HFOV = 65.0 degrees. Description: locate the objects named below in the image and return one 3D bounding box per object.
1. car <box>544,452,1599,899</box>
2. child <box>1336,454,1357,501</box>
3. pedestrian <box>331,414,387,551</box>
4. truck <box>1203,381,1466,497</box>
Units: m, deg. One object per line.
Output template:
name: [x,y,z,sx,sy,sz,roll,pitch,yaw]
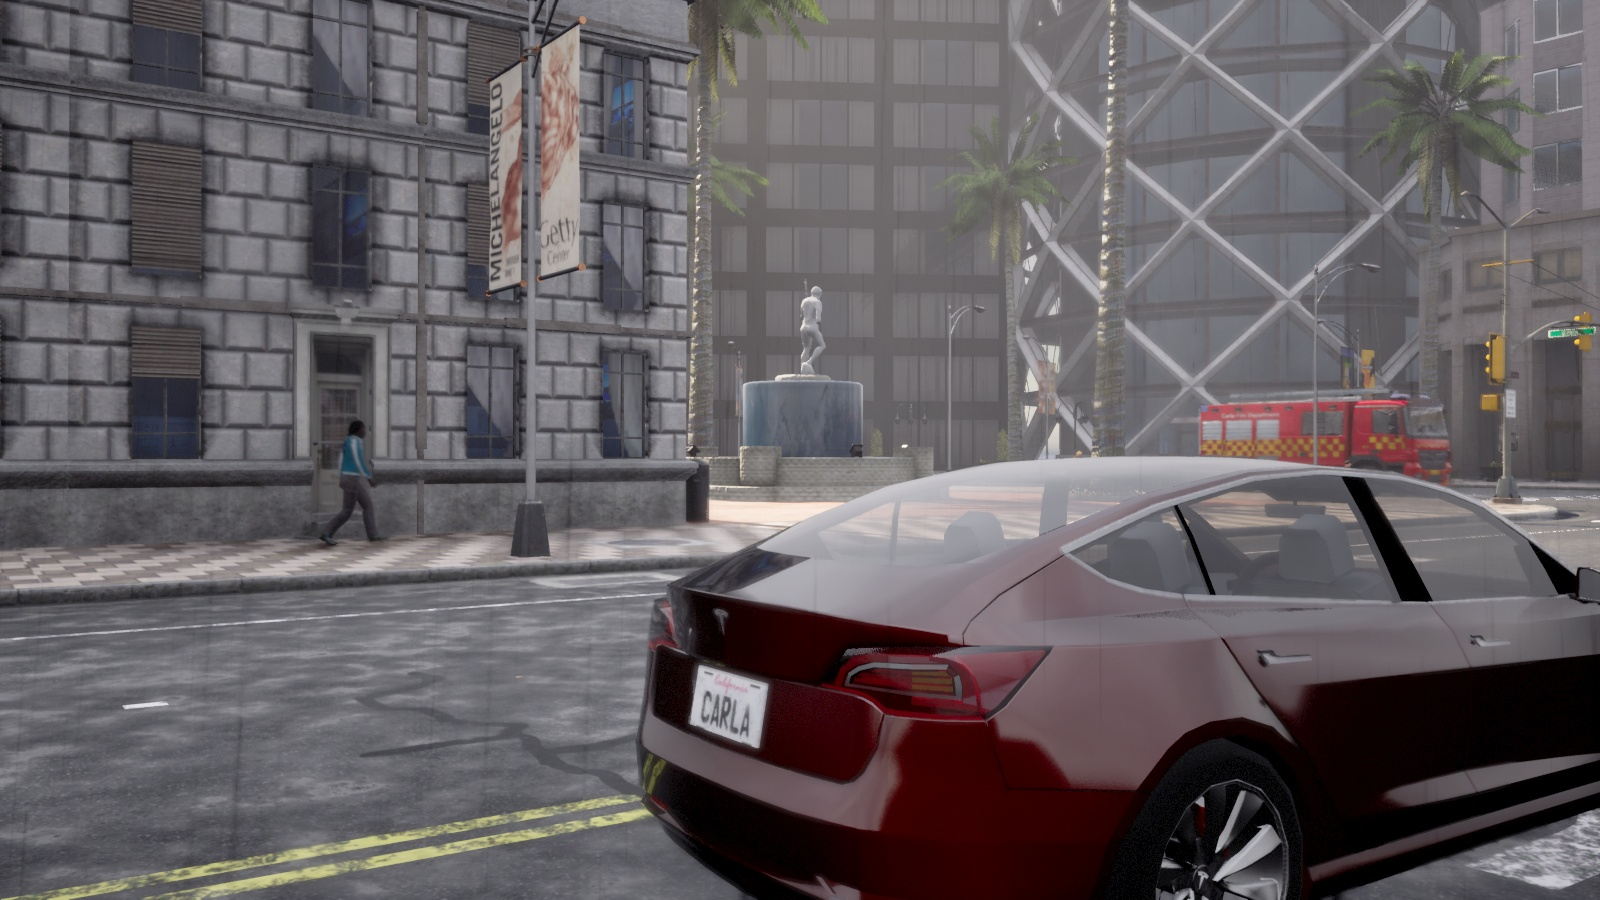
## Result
car: [1.700,0.753,4.825,4.792,1.488,2.163,0,0,-35]
child: [14.841,0.733,34.098,0.270,1.263,0.437,0,0,-35]
pedestrian: [-6.355,0.459,18.092,0.692,1.930,0.396,0,0,-30]
truck: [19.216,-0.349,45.734,2.891,3.827,8.468,0,0,-37]
